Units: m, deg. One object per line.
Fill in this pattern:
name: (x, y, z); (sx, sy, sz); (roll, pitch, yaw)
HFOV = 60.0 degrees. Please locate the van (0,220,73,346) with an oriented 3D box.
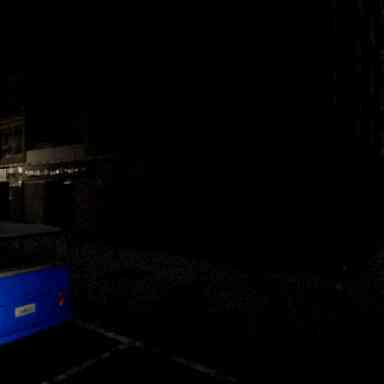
van: (-3.732, 1.345, 5.533); (3.998, 1.788, 1.690); (0, 0, 35)
